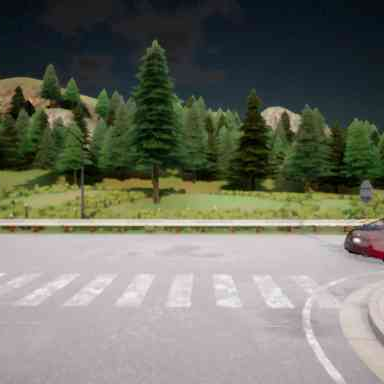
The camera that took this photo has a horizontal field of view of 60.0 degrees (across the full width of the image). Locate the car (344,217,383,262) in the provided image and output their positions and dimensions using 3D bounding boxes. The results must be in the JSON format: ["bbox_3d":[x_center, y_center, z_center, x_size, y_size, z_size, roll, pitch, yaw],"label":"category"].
[{"bbox_3d":[7.354,1.537,11.065,4.181,1.385,1.994,0,0,-8],"label":"car"}]
